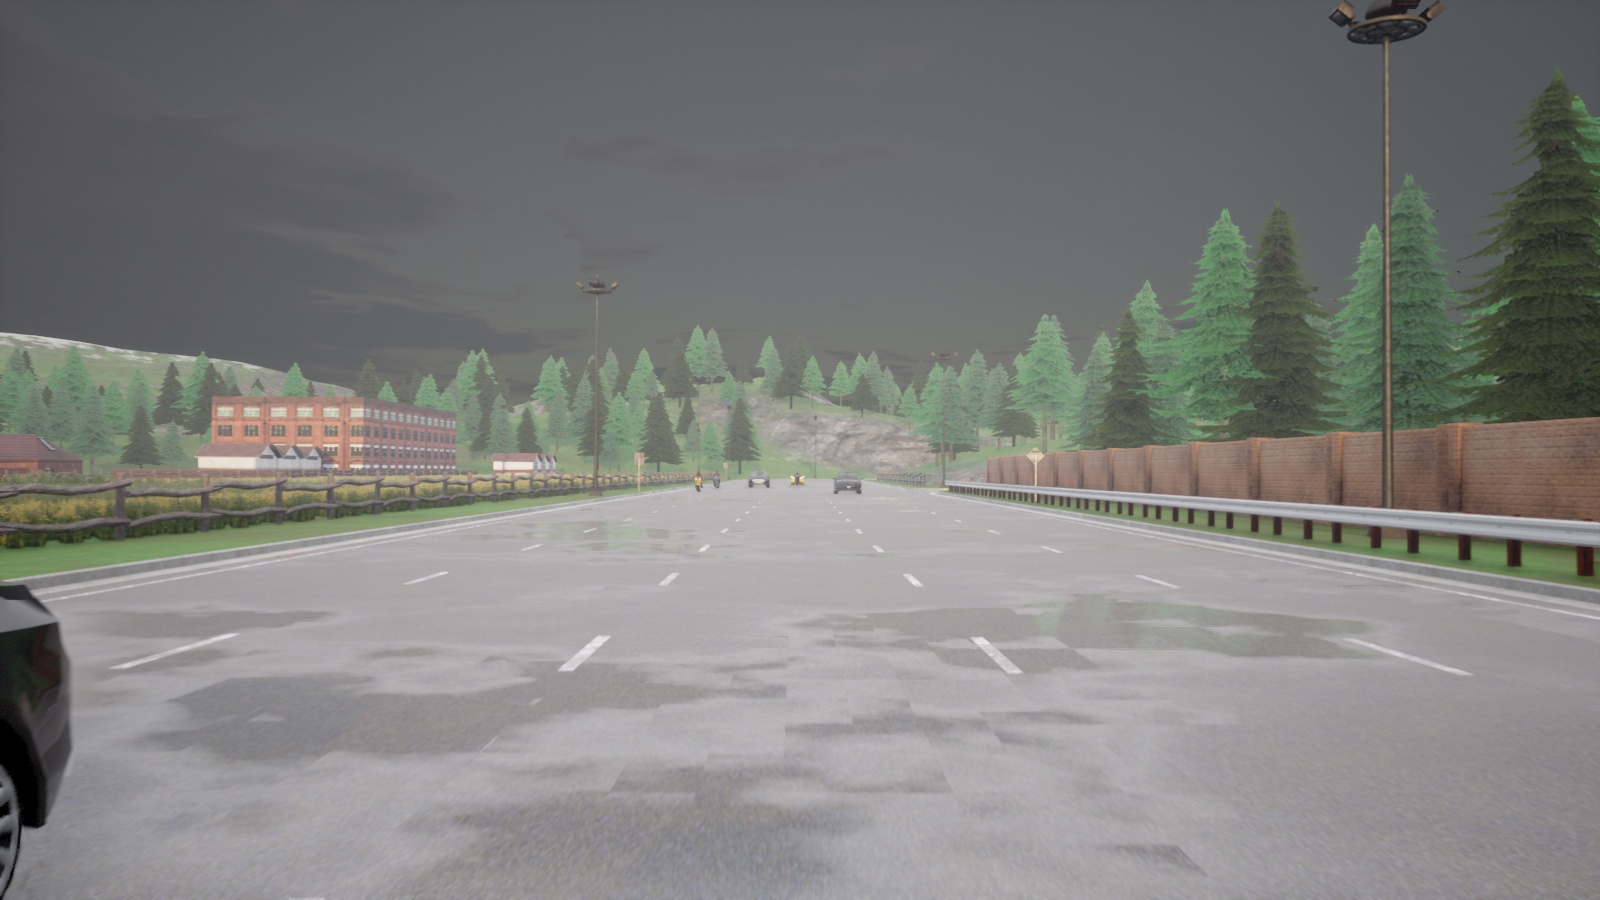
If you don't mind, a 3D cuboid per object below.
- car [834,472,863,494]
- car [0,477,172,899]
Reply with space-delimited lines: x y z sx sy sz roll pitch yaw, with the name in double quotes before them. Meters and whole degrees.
"car" 3.295 2.246 86.025 1.837 1.490 4.892 0 -1 0
"car" -3.521 0.826 2.475 2.128 1.511 4.902 0 -1 0
